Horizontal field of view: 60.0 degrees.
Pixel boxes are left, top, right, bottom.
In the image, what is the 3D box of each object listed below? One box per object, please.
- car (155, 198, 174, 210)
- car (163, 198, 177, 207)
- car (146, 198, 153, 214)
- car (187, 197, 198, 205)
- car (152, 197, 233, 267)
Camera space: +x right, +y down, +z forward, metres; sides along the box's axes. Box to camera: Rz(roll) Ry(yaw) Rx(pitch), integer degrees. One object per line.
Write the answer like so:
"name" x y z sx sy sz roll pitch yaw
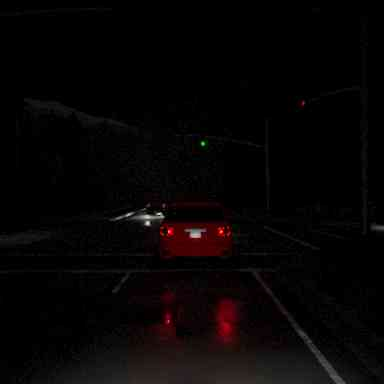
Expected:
"car" -3.591 1.558 44.801 2.128 1.511 4.902 0 0 0
"car" -3.556 1.645 54.686 1.994 1.385 4.181 0 0 0
"car" -3.594 1.404 35.306 2.097 1.767 4.553 0 0 0
"car" 0.095 1.594 60.222 1.837 1.490 4.892 0 0 0
"car" 0.097 1.240 11.552 2.150 2.045 5.566 0 0 0
